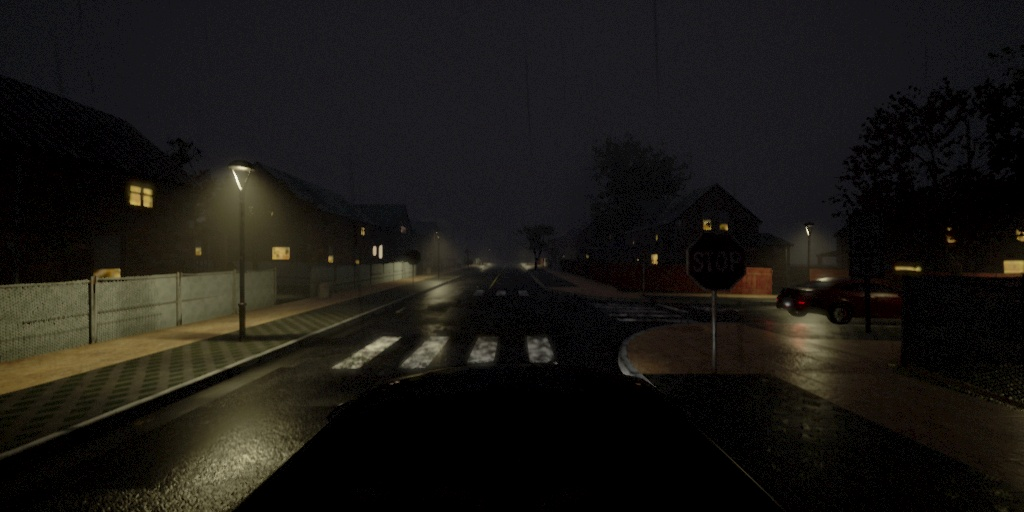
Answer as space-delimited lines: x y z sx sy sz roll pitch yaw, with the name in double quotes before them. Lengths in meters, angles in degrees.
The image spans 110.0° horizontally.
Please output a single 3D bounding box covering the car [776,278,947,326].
"car" 11.533 1.469 12.043 4.674 1.442 1.812 1 -1 -1
